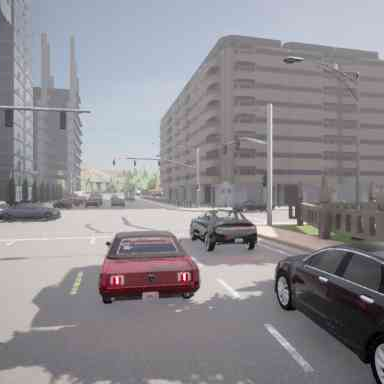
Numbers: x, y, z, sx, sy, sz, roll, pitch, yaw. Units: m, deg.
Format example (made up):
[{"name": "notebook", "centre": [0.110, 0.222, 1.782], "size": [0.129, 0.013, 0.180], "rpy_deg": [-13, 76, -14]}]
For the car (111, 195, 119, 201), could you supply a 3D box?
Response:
[{"name": "car", "centre": [-19.962, 1.553, 86.018], "size": [1.994, 1.385, 4.181], "rpy_deg": [0, 0, -14]}]

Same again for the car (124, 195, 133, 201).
[{"name": "car", "centre": [-17.135, 1.535, 89.204], "size": [2.033, 1.411, 5.357], "rpy_deg": [0, 0, -14]}]

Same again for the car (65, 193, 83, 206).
[{"name": "car", "centre": [-19.284, 1.221, 53.262], "size": [2.150, 2.045, 5.566], "rpy_deg": [0, 0, -13]}]

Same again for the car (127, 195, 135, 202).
[{"name": "car", "centre": [-14.764, 1.591, 79.457], "size": [1.895, 1.301, 4.718], "rpy_deg": [0, 0, -14]}]

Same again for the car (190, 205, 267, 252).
[{"name": "car", "centre": [1.155, 1.492, 14.081], "size": [2.128, 1.511, 4.902], "rpy_deg": [0, 0, -12]}]

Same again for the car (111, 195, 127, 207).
[{"name": "car", "centre": [-11.794, 1.564, 52.845], "size": [1.994, 1.385, 4.181], "rpy_deg": [0, 0, -14]}]

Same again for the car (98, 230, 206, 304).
[{"name": "car", "centre": [-1.173, 1.601, 8.230], "size": [1.895, 1.301, 4.718], "rpy_deg": [0, 0, -11]}]

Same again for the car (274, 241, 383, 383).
[{"name": "car", "centre": [2.821, 1.505, 5.010], "size": [1.837, 1.490, 4.892], "rpy_deg": [0, 0, -7]}]

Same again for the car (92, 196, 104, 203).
[{"name": "car", "centre": [-19.344, 1.525, 68.672], "size": [2.128, 1.511, 4.902], "rpy_deg": [0, 0, -14]}]

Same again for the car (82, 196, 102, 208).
[{"name": "car", "centre": [-14.703, 1.601, 49.235], "size": [1.895, 1.301, 4.718], "rpy_deg": [0, 0, -13]}]

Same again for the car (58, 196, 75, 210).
[{"name": "car", "centre": [-16.986, 1.601, 43.775], "size": [1.895, 1.301, 4.718], "rpy_deg": [0, 0, -14]}]

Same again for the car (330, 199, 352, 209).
[{"name": "car", "centre": [17.183, 1.603, 40.313], "size": [5.357, 1.411, 2.033], "rpy_deg": [0, 0, -15]}]

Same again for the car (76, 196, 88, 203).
[{"name": "car", "centre": [-23.946, 1.539, 72.781], "size": [2.033, 1.411, 5.357], "rpy_deg": [0, 0, -14]}]

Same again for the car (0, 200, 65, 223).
[{"name": "car", "centre": [-12.312, 1.579, 25.540], "size": [4.181, 1.385, 1.994], "rpy_deg": [0, 0, -14]}]

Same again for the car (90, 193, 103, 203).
[{"name": "car", "centre": [-16.993, 1.221, 58.723], "size": [2.150, 2.045, 5.566], "rpy_deg": [0, 0, -13]}]

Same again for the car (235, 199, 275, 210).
[{"name": "car", "centre": [6.987, 1.560, 37.768], "size": [4.892, 1.490, 1.837], "rpy_deg": [0, 0, -14]}]
